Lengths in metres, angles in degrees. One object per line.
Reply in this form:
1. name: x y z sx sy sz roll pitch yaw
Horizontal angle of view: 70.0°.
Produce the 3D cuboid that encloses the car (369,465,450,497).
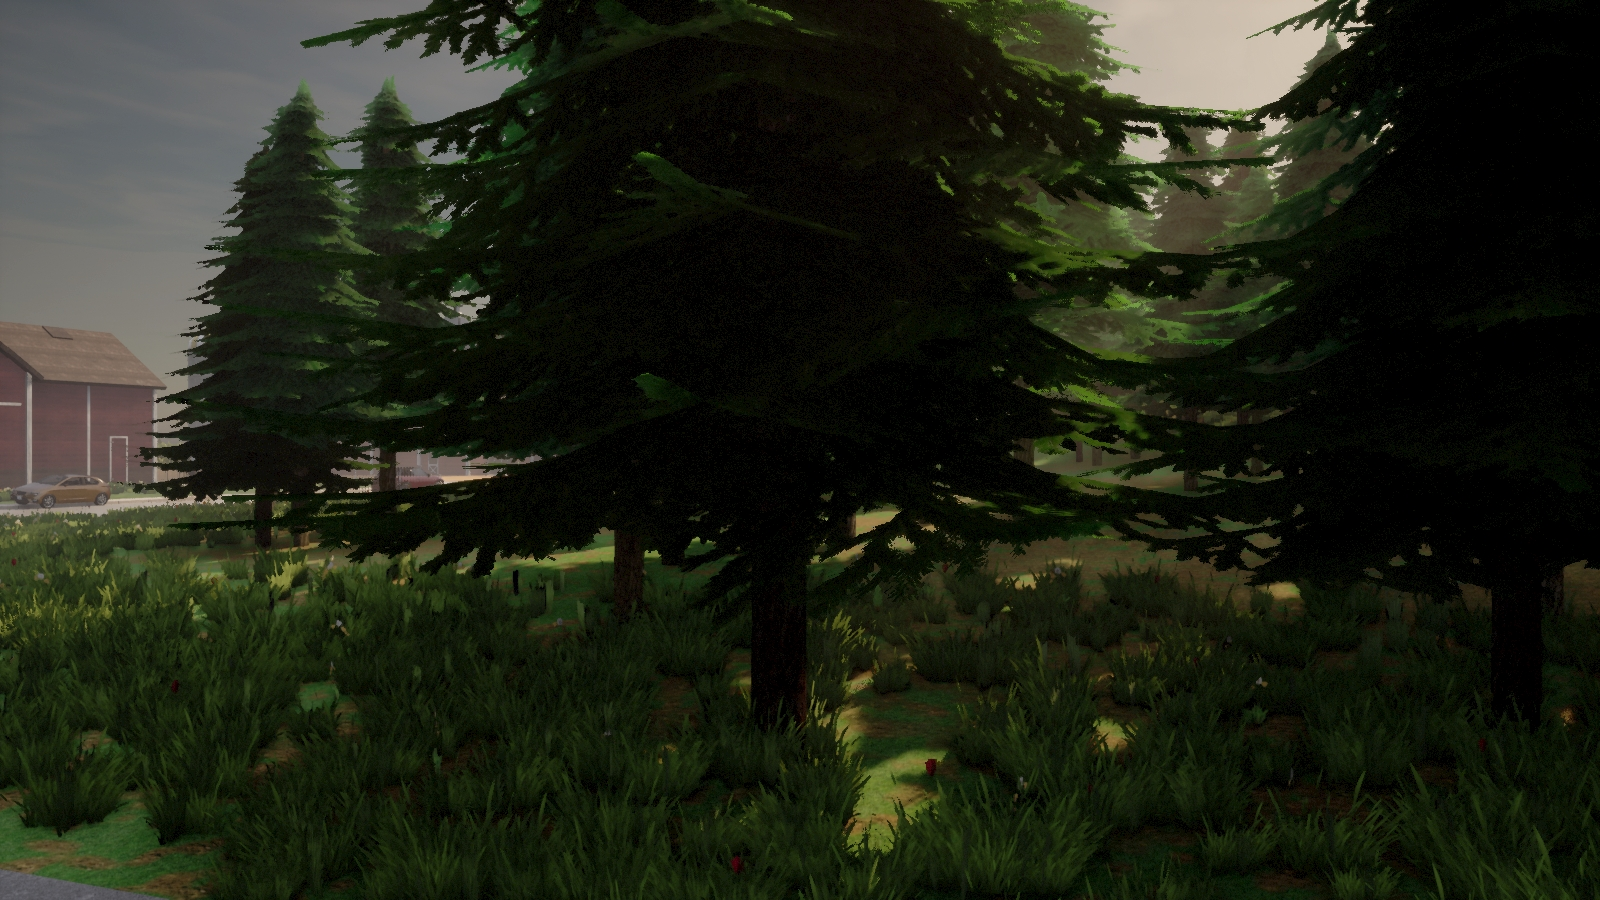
1. car: -22.786 1.766 66.902 2.097 1.767 4.553 0 0 20
